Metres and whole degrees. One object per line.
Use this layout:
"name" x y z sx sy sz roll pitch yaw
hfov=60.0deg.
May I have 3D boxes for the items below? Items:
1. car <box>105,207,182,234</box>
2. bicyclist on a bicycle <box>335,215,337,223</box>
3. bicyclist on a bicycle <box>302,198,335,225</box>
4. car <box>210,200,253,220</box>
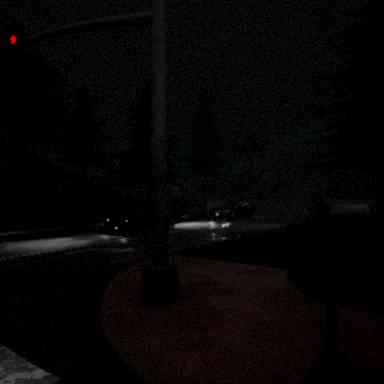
"car" -2.698 1.574 19.208 1.895 1.301 4.718 -1 0 36
"bicyclist on a bicycle" 8.124 1.197 20.678 1.656 1.620 0.582 -1 0 22
"bicyclist on a bicycle" 7.561 1.198 20.197 1.656 1.620 0.582 -1 0 15
"car" 3.382 1.465 27.674 2.128 1.511 4.902 -1 0 36
